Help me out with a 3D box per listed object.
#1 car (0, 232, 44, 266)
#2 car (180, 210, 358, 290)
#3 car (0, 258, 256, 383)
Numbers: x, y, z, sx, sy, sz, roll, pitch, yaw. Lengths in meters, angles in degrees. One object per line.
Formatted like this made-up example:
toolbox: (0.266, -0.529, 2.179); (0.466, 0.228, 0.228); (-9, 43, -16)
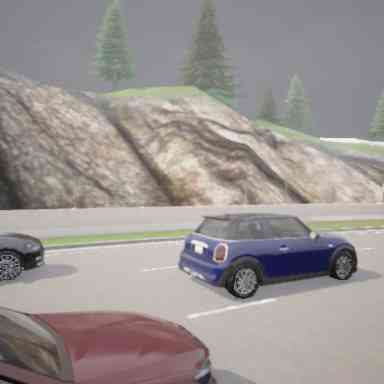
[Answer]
car: (-6.144, 1.380, 7.814); (4.902, 1.511, 2.128); (0, 0, -35)
car: (2.024, 1.301, 8.411); (4.553, 1.767, 2.097); (0, 1, -28)
car: (-1.914, 1.490, 2.180); (4.674, 1.442, 1.812); (0, 0, -36)
